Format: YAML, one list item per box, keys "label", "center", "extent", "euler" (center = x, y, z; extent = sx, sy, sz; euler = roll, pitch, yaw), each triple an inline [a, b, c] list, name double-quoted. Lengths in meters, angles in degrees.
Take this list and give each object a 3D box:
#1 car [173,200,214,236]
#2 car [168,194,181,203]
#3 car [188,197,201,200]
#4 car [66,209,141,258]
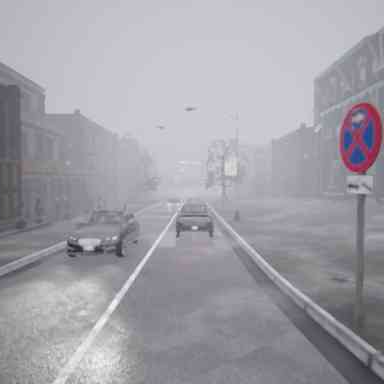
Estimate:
- label: "car"
  center: [0.130, 1.397, 17.640]
  extent: [2.128, 1.511, 4.902]
  euler: [0, 1, 0]
- label: "car"
  center: [-2.828, 1.069, 54.187]
  extent: [1.812, 1.442, 4.674]
  euler: [0, 1, 1]
- label: "car"
  center: [0.217, 1.269, 36.179]
  extent: [2.033, 1.411, 5.357]
  euler: [0, 1, 0]
- label: "car"
  center: [-3.157, 1.439, 12.677]
  extent: [2.128, 1.511, 4.902]
  euler: [0, 0, 0]
